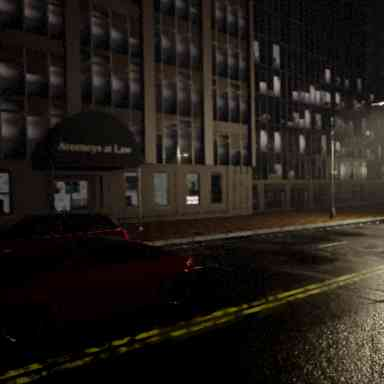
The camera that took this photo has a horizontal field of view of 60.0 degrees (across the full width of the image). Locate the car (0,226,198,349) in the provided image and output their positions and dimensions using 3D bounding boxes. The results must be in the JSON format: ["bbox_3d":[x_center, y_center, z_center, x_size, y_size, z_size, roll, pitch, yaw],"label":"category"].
[{"bbox_3d":[-1.955,1.550,6.284,4.181,1.385,1.994,-1,0,-36],"label":"car"}]

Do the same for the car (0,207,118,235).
[{"bbox_3d":[-3.960,1.340,8.846,4.553,1.767,2.097,-1,0,-36],"label":"car"}]
